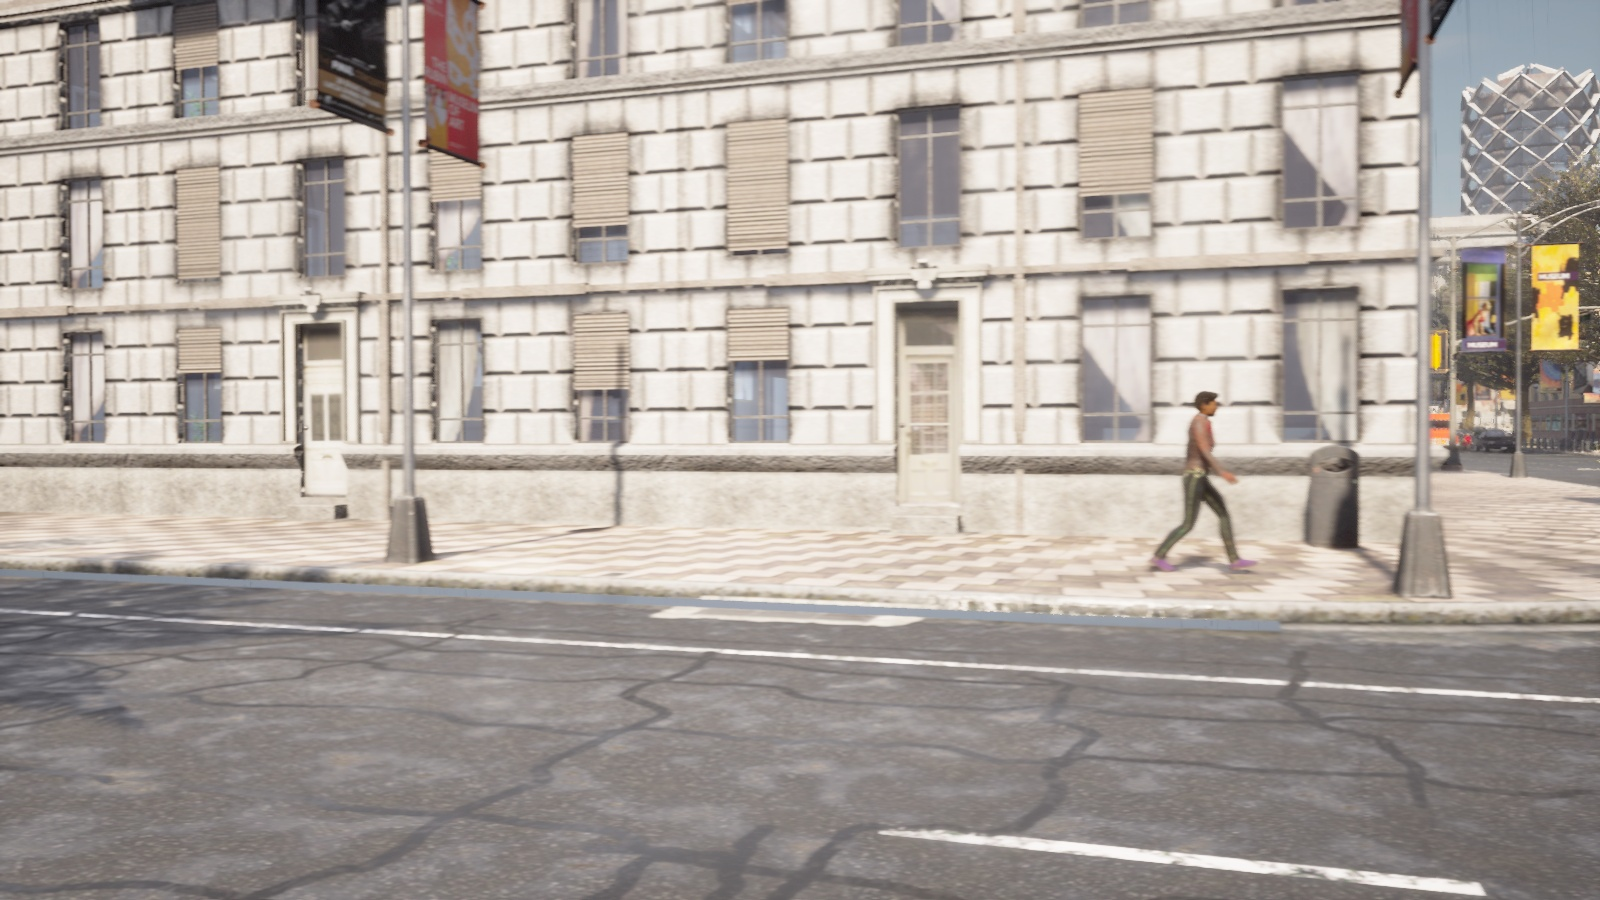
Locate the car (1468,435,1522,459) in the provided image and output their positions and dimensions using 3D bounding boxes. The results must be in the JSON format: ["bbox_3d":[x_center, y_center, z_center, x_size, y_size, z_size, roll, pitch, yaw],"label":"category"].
[{"bbox_3d":[43.692,-0.227,79.033,2.033,1.411,5.357,1,1,19],"label":"car"}]

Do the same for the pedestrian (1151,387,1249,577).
[{"bbox_3d":[3.896,0.302,12.238,0.869,1.805,0.328,1,1,24],"label":"pedestrian"}]

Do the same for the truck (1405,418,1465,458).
[{"bbox_3d":[40.007,-0.779,79.236,2.627,2.467,5.204,1,1,19],"label":"truck"}]
